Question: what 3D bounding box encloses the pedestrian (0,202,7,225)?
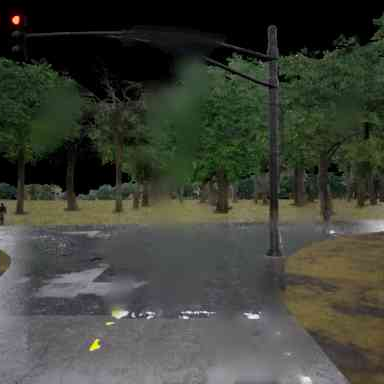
[{"bbox_3d":[-15.235,1.718,26.785,0.375,1.860,0.375,0,-1,0],"label":"pedestrian"}]
